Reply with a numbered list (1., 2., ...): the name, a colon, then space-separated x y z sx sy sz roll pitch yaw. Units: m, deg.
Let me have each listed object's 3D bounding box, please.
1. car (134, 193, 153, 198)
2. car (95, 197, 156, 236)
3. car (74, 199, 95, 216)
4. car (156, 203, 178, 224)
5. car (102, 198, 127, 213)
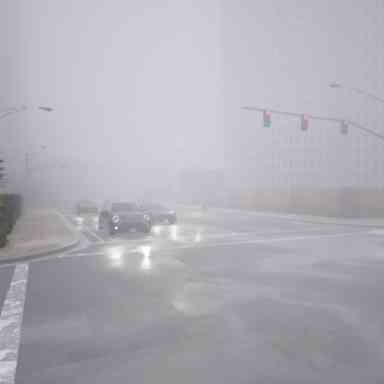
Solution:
1. car: -7.715 1.202 52.366 2.150 2.045 5.566 0 0 -24
2. car: -3.864 1.348 18.633 2.097 1.767 4.553 0 0 -25
3. car: -10.633 1.470 33.345 1.882 1.535 5.008 0 0 -25
4. car: -2.836 1.538 24.768 2.033 1.411 5.357 0 0 -25
5. car: -8.950 1.466 38.083 1.882 1.535 5.008 0 0 -24
